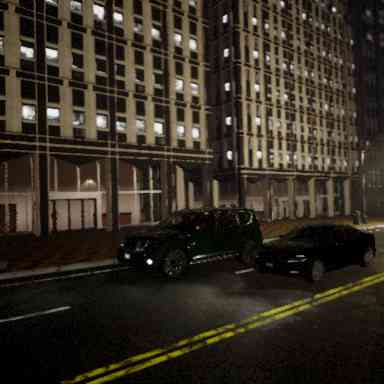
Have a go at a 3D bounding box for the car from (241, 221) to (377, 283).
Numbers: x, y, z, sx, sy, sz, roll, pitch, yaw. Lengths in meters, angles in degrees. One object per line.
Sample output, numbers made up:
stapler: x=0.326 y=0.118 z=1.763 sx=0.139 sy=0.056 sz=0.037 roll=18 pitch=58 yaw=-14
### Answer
car: x=4.101 y=1.758 z=10.771 sx=5.008 sy=1.535 sz=1.882 roll=0 pitch=-2 yaw=-38

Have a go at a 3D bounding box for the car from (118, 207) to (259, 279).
car: x=0.196 y=1.606 z=11.846 sx=5.566 sy=2.045 sz=2.150 roll=0 pitch=-2 yaw=-38
